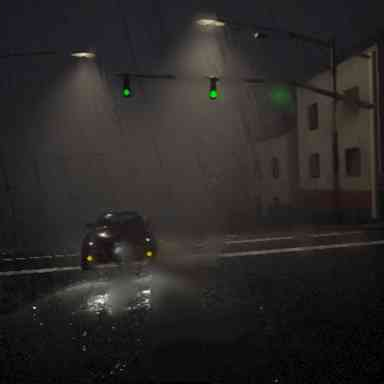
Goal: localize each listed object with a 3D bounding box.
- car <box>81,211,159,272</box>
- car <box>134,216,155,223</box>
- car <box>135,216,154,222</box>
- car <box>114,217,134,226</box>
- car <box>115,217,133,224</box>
[{"bbox_3d":[-2.163,1.300,10.114,1.994,1.385,4.181,-2,-1,-11],"label":"car"},{"bbox_3d":[-12.711,7.392,89.078,4.974,1.542,2.038,-2,2,17],"label":"car"},{"bbox_3d":[-12.767,7.236,89.088,4.536,1.218,1.853,-2,2,17],"label":"car"},{"bbox_3d":[-17.789,7.660,87.190,2.038,1.542,4.974,-1,2,42],"label":"car"},{"bbox_3d":[-17.762,7.500,87.224,1.853,1.218,4.536,-1,2,42],"label":"car"}]
